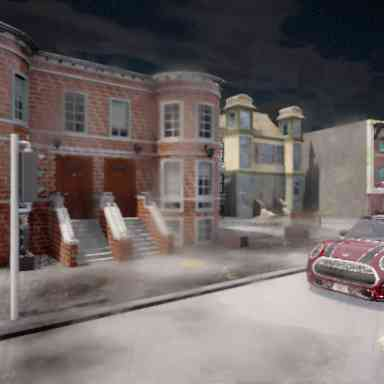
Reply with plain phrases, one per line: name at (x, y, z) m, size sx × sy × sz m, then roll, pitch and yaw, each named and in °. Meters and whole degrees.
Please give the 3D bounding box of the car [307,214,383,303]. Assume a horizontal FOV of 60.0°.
car at (4.840, 1.348, 8.044) m, size 4.553 × 1.767 × 2.097 m, roll 0°, pitch 0°, yaw -35°
